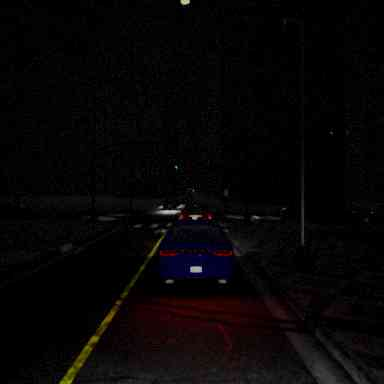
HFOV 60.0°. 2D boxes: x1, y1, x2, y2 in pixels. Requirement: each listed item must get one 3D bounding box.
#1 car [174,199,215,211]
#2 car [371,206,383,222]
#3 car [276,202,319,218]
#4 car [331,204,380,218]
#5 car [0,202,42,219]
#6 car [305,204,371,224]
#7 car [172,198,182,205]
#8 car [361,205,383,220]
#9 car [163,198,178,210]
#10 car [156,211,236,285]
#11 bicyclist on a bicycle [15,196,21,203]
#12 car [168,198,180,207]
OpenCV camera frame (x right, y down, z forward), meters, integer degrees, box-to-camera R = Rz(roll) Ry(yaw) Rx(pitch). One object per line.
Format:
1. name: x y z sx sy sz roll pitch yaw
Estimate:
1. car: 0.337 1.475 20.345 2.097 1.767 4.553 0 0 4
2. car: 17.926 1.992 27.805 4.829 1.417 1.752 1 -1 0
3. car: 10.925 1.743 33.649 4.553 1.767 2.097 1 0 0
4. car: 17.758 2.061 36.328 4.403 1.369 2.008 1 -1 0
5. car: -14.795 1.534 27.686 4.403 1.369 2.008 1 -1 0
6. car: 12.113 1.943 27.800 4.313 1.339 1.947 1 -1 0
7. car: -3.063 2.016 68.687 1.895 1.301 4.718 0 0 0
8. car: 19.892 2.055 33.657 4.674 1.442 1.812 1 0 0
9. car: -3.144 1.783 48.237 2.128 1.511 4.902 0 0 -2
10. car: 0.094 1.537 9.681 1.882 1.535 5.008 0 0 0
11. bicyclist on a bicycle: -20.528 1.267 39.167 0.582 1.620 1.656 1 0 0
12. car: -3.131 1.859 58.475 1.837 1.490 4.892 0 0 0
